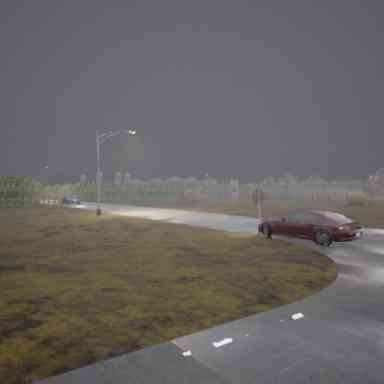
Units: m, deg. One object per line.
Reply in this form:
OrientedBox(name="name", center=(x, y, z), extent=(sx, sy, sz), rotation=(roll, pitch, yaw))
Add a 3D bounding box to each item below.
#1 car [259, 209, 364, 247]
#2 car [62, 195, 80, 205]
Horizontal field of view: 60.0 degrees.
OrientedBox(name="car", center=(5.163, 1.480, 14.953), extent=(1.812, 1.442, 4.674), rotation=(-2, 2, -38))
OrientedBox(name="car", center=(-18.351, 1.152, 50.186), extent=(2.128, 1.511, 4.902), rotation=(-2, 1, -35))
